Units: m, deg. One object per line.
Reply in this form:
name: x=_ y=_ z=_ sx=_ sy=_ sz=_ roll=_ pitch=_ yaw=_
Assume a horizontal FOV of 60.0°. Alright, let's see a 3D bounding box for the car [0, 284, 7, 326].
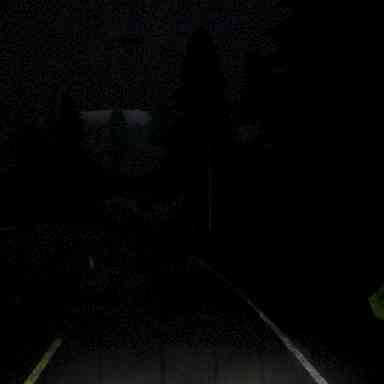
car: x=-3.930 y=1.617 z=3.761 sx=1.994 sy=1.385 sz=4.181 roll=0 pitch=-1 yaw=-5
